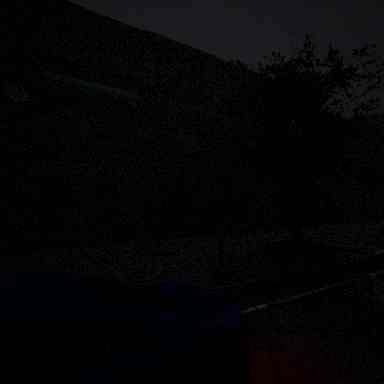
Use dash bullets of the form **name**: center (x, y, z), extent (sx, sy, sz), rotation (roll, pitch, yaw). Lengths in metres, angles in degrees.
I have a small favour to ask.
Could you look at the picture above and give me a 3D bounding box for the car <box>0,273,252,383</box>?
- **car**: center (-1.774, 1.477, 2.418), extent (5.008, 1.535, 1.882), rotation (0, 0, -36)
